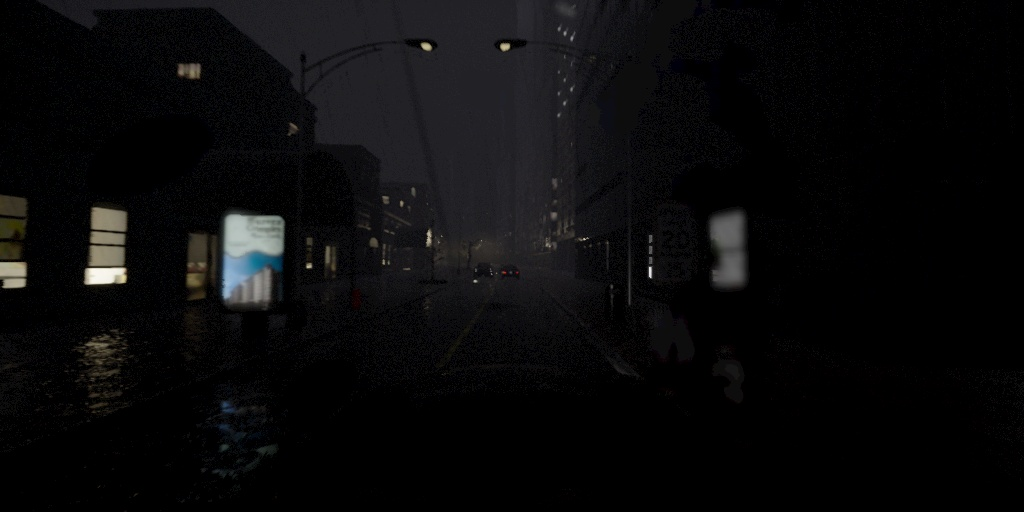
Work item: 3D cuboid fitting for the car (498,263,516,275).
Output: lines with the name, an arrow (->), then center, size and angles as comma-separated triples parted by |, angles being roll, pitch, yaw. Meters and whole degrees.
car -> -0.752, 1.697, 47.771 | 2.128, 1.511, 4.902 | 1, 0, -3

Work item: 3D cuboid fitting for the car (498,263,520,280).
car -> -0.189, 1.655, 36.891 | 2.033, 1.411, 5.357 | 1, -1, -2

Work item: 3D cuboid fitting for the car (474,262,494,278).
car -> -3.097, 1.518, 39.679 | 2.097, 1.767, 4.553 | 1, -1, -3
